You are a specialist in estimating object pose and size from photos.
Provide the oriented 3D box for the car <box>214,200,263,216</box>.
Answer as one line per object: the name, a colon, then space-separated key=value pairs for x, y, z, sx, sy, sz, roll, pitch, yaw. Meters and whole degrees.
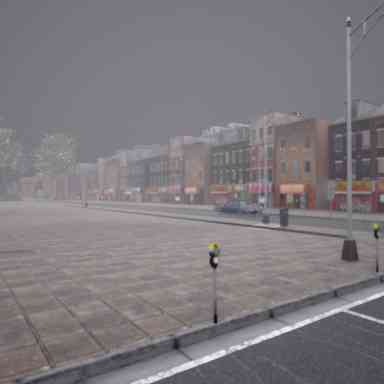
car: x=4.396 y=1.513 z=32.343 sx=2.033 sy=1.411 sz=5.357 roll=-1 pitch=0 yaw=-35
